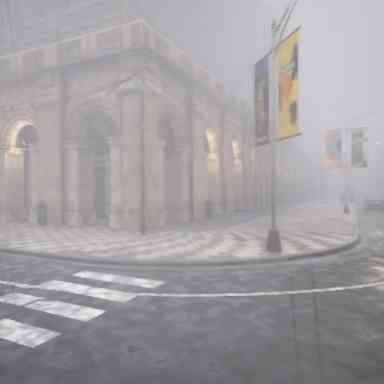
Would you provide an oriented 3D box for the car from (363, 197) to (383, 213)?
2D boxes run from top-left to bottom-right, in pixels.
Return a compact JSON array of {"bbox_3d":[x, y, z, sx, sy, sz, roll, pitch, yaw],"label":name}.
[{"bbox_3d":[16.105,1.102,29.206,1.895,1.301,4.718,0,1,26],"label":"car"}]
